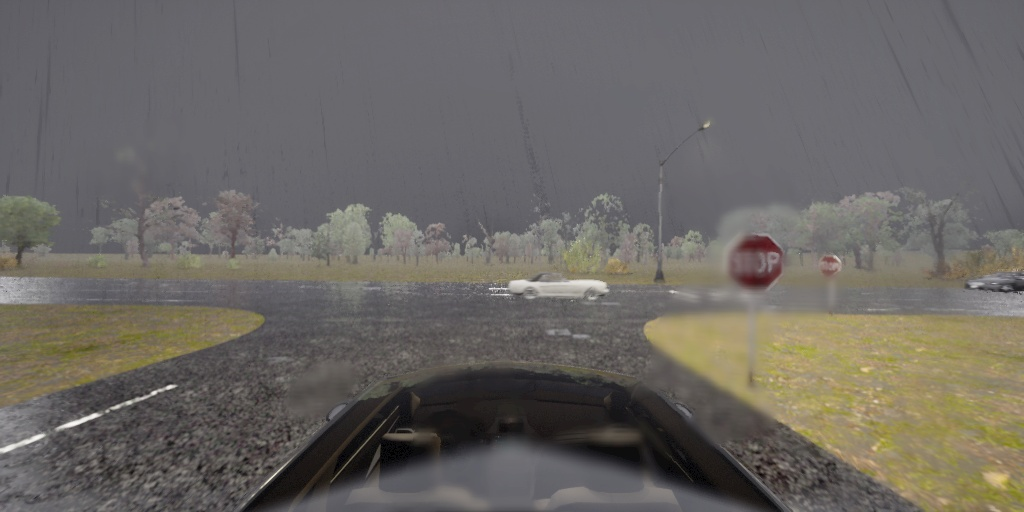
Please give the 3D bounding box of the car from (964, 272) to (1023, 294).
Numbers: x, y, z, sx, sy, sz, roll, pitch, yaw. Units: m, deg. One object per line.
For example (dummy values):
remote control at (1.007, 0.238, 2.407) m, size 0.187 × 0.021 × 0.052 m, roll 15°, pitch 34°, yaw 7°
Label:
car at (33.915, 1.812, 24.353) m, size 4.902 × 1.511 × 2.128 m, roll 0°, pitch 0°, yaw 0°

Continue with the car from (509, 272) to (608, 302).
car at (2.202, 1.473, 17.562) m, size 4.718 × 1.301 × 1.895 m, roll 1°, pitch 0°, yaw 0°
